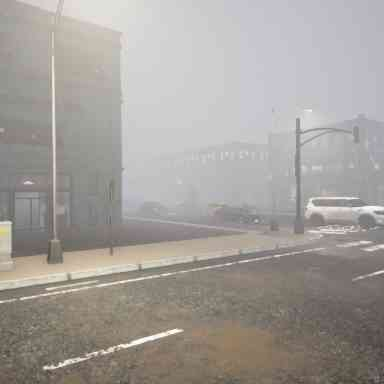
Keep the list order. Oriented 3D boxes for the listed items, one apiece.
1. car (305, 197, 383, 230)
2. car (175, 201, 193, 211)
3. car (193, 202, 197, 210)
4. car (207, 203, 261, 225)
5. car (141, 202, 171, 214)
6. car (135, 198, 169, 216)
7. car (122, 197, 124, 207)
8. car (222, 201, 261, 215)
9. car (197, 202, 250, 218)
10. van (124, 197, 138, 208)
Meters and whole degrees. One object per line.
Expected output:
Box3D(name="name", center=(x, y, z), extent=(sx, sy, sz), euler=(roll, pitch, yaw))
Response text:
Box3D(name="car", center=(10.311, 1.330, 22.236), extent=(2.150, 2.045, 5.566), euler=(-1, -1, -39))
Box3D(name="car", center=(-0.766, 1.965, 47.349), extent=(1.802, 1.307, 4.206), euler=(-2, 0, -35))
Box3D(name="car", center=(2.440, 1.903, 42.838), extent=(1.802, 1.307, 4.206), euler=(-2, 0, -35))
Box3D(name="car", center=(3.548, 1.814, 26.599), extent=(1.947, 1.339, 4.313), euler=(-1, 0, -35))
Box3D(name="car", center=(-4.705, 1.990, 42.923), extent=(1.994, 1.385, 4.181), euler=(-1, 0, -35))
Box3D(name="car", center=(-4.394, 1.846, 37.981), extent=(1.967, 1.590, 4.097), euler=(-1, 0, -35))
Box3D(name="car", center=(-13.597, 1.939, 65.397), extent=(2.192, 1.841, 5.009), euler=(-1, 0, -35))
Box3D(name="car", center=(5.645, 1.809, 38.325), extent=(2.008, 1.369, 4.403), euler=(-2, 0, -35))
Box3D(name="car", center=(2.972, 1.753, 32.106), extent=(1.882, 1.535, 5.008), euler=(-1, 0, -35))
Box3D(name="van", center=(-10.390, 1.906, 60.885), extent=(1.690, 1.788, 3.998), euler=(-1, 0, -35))
